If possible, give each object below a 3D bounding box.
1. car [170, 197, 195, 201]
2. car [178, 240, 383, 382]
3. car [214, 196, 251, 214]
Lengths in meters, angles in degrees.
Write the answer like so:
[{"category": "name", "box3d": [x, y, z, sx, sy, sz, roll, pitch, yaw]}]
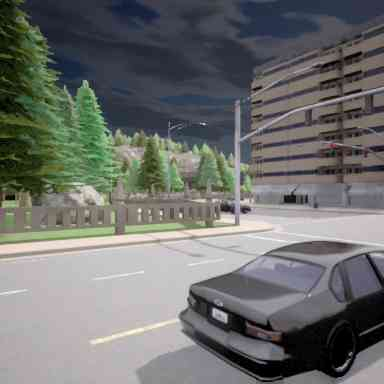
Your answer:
[{"category": "car", "box3d": [-0.896, 1.436, 43.903, 2.128, 1.511, 4.902, 0, 0, -20]}, {"category": "car", "box3d": [2.391, 1.548, 5.492, 5.357, 1.411, 2.033, 0, 0, -35]}, {"category": "car", "box3d": [3.799, 1.492, 34.770, 2.033, 1.411, 5.357, 0, 0, -33]}]
